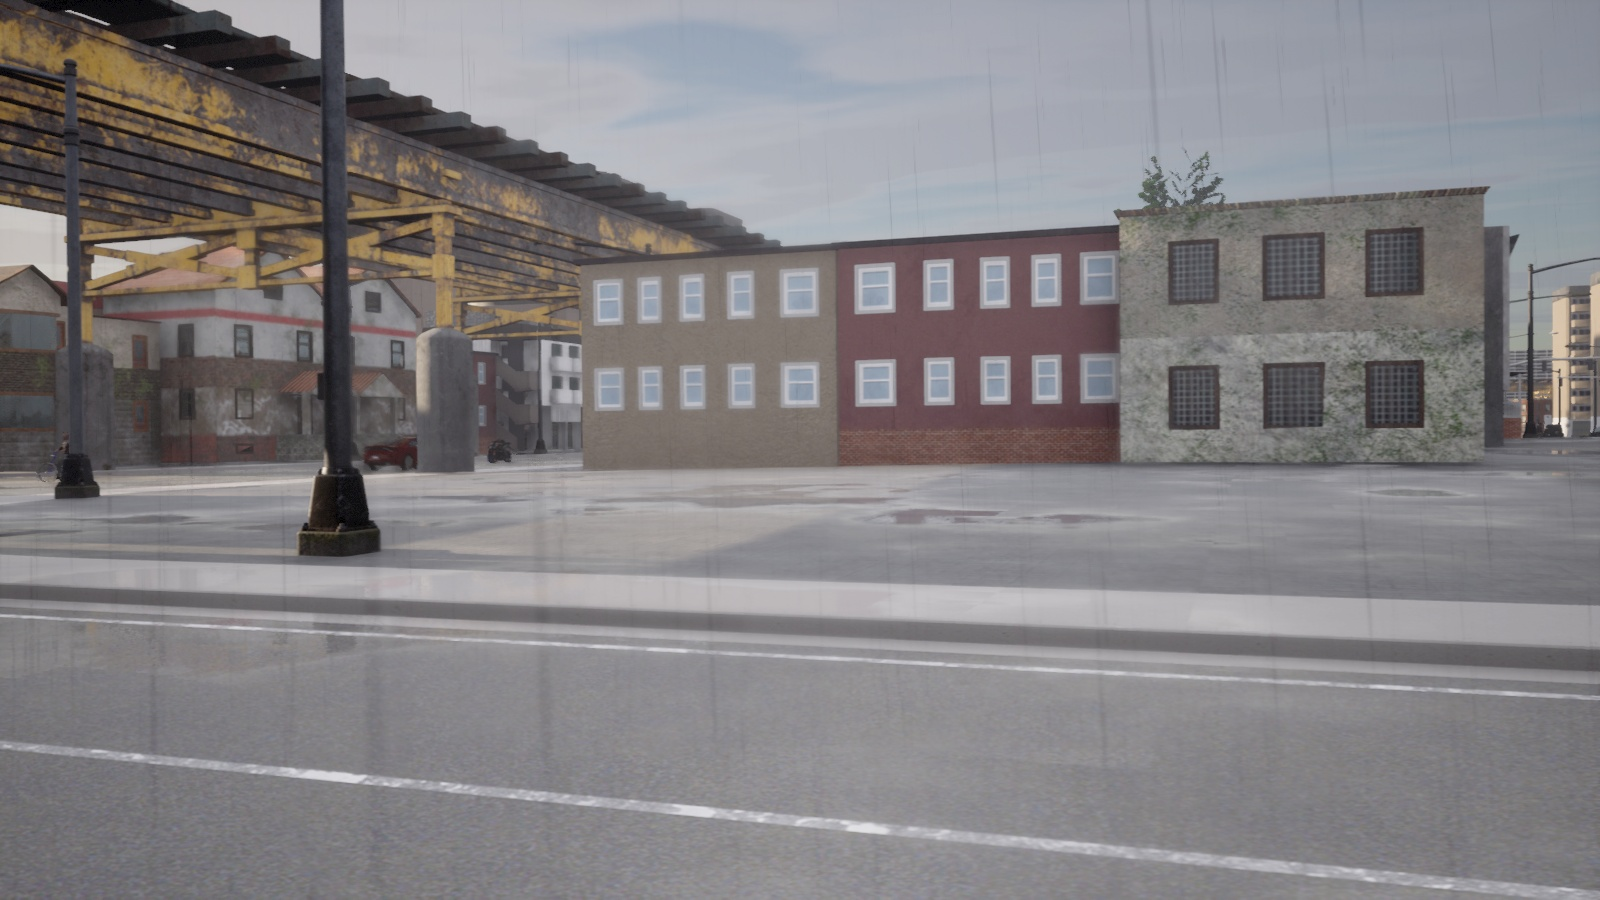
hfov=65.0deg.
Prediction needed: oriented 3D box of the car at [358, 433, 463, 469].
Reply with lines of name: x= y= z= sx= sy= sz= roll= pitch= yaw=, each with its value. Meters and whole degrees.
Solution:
car: x=-17.648 y=0.003 z=57.156 sx=1.882 sy=1.535 sz=5.008 roll=0 pitch=1 yaw=20

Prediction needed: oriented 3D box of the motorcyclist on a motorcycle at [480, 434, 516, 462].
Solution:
motorcyclist on a motorcycle: x=-16.774 y=-0.124 z=69.841 sx=0.866 sy=1.530 sz=2.191 roll=0 pitch=1 yaw=20
